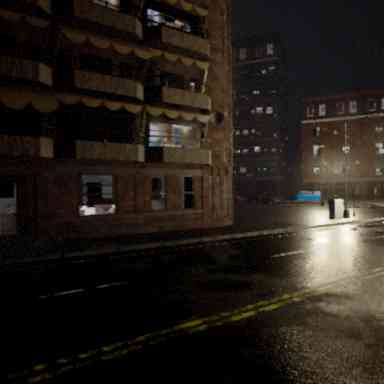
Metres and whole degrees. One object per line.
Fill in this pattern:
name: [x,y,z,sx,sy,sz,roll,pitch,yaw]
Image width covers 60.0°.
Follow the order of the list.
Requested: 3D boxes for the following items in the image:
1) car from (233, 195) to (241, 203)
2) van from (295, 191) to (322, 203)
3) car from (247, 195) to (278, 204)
car: [4.603,0.723,48.686,5.009,1.841,2.192,1,0,23]
van: [18.311,0.755,52.076,3.998,1.788,1.690,1,0,23]
car: [9.803,1.038,46.528,4.206,1.307,1.802,1,0,23]
